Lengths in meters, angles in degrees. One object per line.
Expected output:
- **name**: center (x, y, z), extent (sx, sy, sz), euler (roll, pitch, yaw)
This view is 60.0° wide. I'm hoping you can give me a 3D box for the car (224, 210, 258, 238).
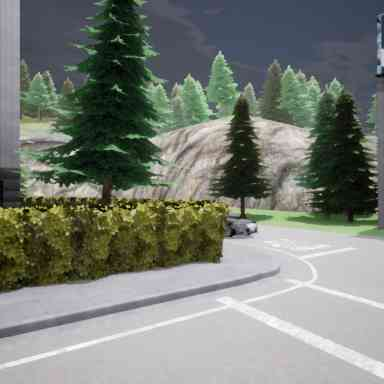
- **car**: center (1.502, 1.668, 18.978), extent (2.128, 1.511, 4.902), euler (0, 0, -42)
